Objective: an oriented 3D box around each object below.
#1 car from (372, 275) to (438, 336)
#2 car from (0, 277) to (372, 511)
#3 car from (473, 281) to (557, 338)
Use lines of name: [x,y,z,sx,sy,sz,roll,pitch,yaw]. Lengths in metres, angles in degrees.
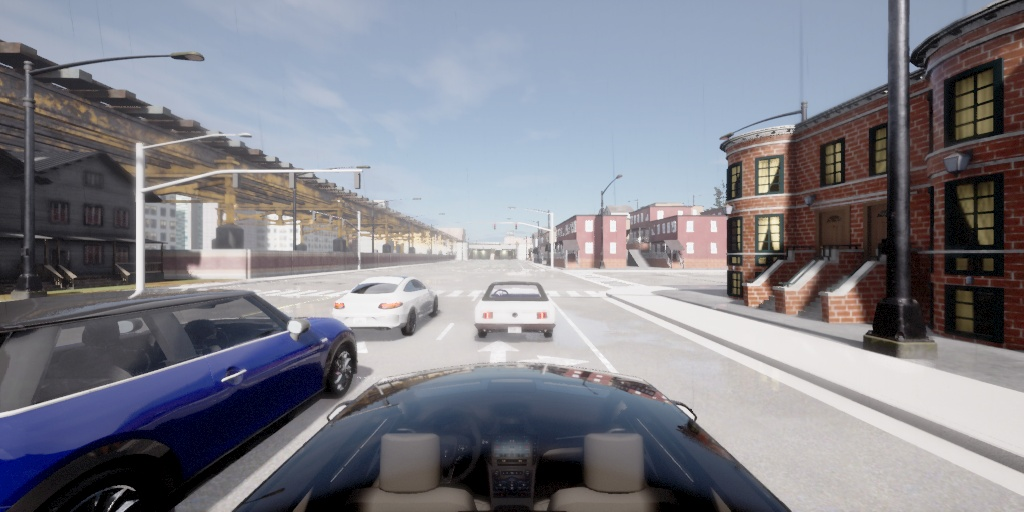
car: [-3.398,1.276,10.292,1.812,1.442,4.674,0,0,0]
car: [-3.399,1.102,3.648,2.097,1.767,4.553,0,0,0]
car: [0.105,1.351,10.184,1.895,1.301,4.718,0,0,1]
